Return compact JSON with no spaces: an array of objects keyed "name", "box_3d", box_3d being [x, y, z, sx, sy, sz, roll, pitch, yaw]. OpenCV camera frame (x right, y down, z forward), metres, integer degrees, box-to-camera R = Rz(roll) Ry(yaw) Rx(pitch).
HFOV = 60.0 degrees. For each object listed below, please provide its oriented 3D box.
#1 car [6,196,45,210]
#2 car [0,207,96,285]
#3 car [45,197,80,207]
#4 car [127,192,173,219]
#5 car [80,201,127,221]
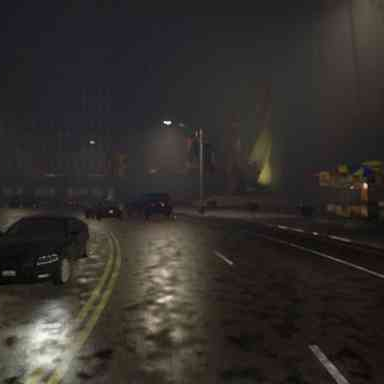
[{"name":"car","box_3d":[-19.159,1.212,37.627,4.892,1.490,1.837,1,1,34]},{"name":"car","box_3d":[-4.134,1.404,9.375,1.882,1.535,5.008,0,0,-8]},{"name":"car","box_3d":[-15.350,1.243,39.336,5.357,1.411,2.033,0,1,36]},{"name":"car","box_3d":[-3.588,1.016,26.962,2.150,2.045,5.566,0,1,-32]},{"name":"car","box_3d":[-6.884,1.367,25.586,1.994,1.385,4.181,0,1,-33]}]
